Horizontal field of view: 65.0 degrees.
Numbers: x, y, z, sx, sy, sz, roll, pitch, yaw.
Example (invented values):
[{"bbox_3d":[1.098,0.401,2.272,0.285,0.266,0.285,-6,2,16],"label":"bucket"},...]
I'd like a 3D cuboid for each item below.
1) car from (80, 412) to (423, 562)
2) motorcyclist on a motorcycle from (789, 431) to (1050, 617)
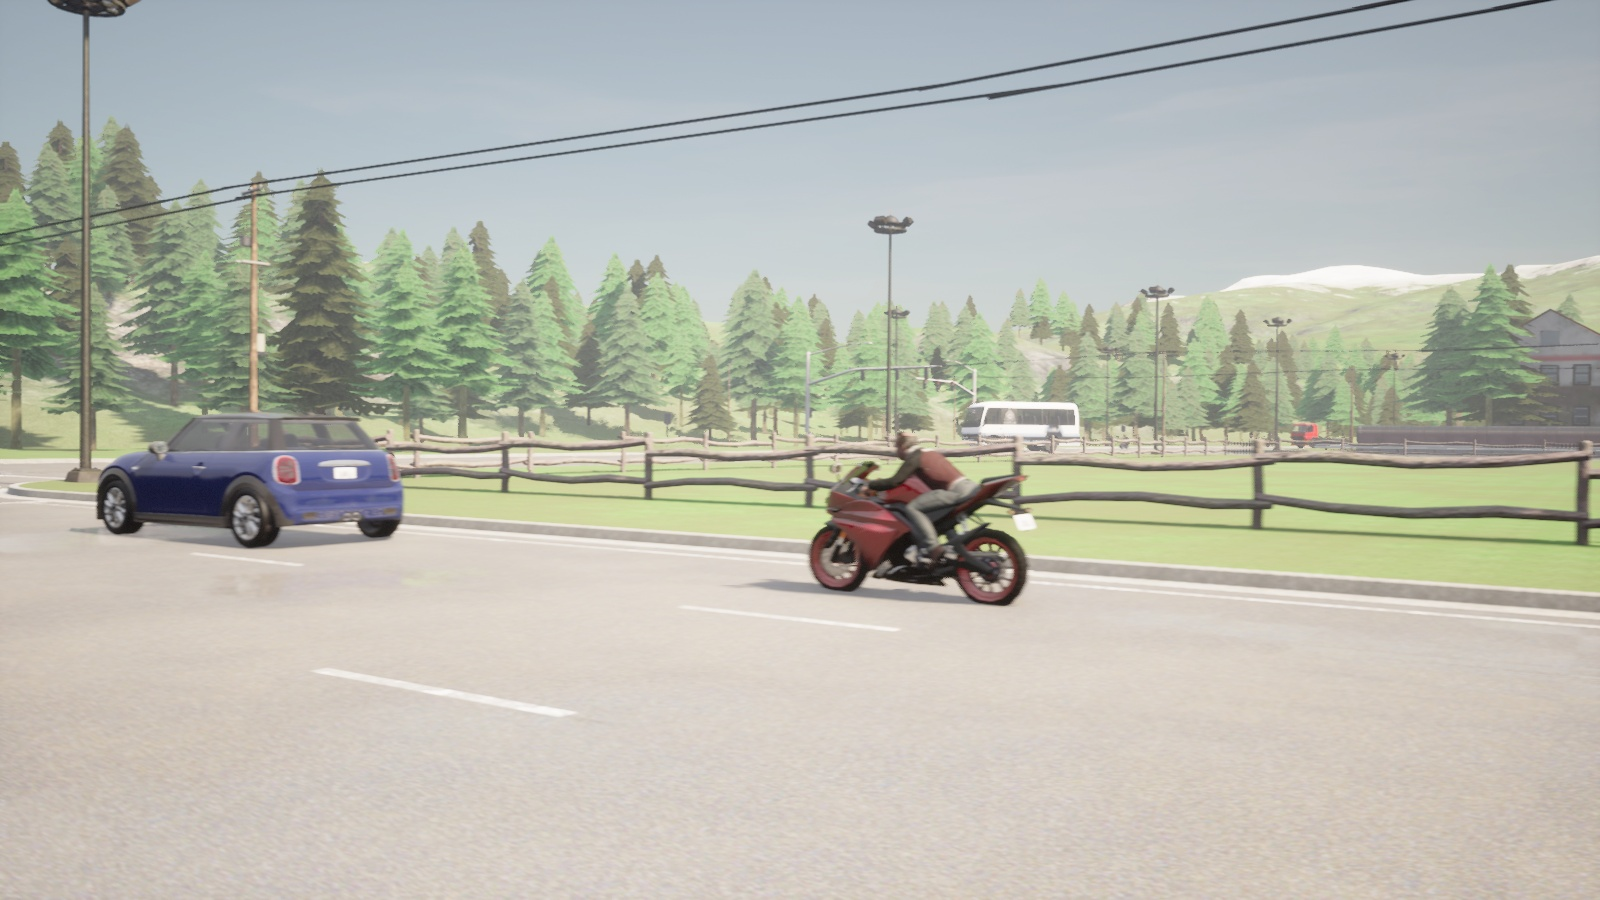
[{"bbox_3d":[-7.478,0.419,16.992,4.553,1.767,2.097,0,1,34],"label":"car"},{"bbox_3d":[1.057,0.601,11.325,2.191,1.530,0.866,1,1,34],"label":"motorcyclist on a motorcycle"}]
